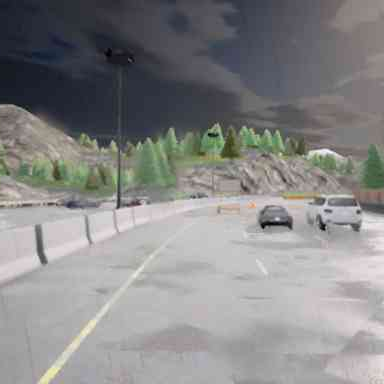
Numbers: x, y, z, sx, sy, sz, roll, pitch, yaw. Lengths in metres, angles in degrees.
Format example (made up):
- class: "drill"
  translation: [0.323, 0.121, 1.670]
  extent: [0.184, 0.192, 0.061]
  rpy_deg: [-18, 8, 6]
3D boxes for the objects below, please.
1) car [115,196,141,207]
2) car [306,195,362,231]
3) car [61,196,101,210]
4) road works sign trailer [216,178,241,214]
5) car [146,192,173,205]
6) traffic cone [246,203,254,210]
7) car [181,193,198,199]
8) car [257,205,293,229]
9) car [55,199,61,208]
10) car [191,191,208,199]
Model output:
- class: "car"
  translation: [-8.204, 1.322, 43.505]
  extent: [1.812, 1.442, 4.674]
  rpy_deg: [0, 0, 15]
- class: "car"
  translation: [8.641, 1.211, 20.642]
  extent: [2.150, 2.045, 5.566]
  rpy_deg: [0, 0, 8]
- class: "car"
  translation: [-12.806, 1.325, 39.733]
  extent: [2.033, 1.411, 5.357]
  rpy_deg: [0, 0, 13]
- class: "road works sign trailer"
  translation: [3.896, 0.374, 34.547]
  extent: [2.380, 3.560, 2.880]
  rpy_deg: [0, 0, 15]
- class: "car"
  translation: [-4.234, 1.043, 44.727]
  extent: [2.150, 2.045, 5.566]
  rpy_deg: [0, 0, 16]
- class: "traffic cone"
  translation: [7.123, 1.866, 40.934]
  extent: [0.340, 0.580, 0.340]
  rpy_deg: [0, 0, 15]
- class: "car"
  translation: [-0.627, 1.016, 81.782]
  extent: [2.128, 1.511, 4.902]
  rpy_deg: [0, 0, 27]
- class: "car"
  translation: [5.243, 1.527, 21.341]
  extent: [1.994, 1.385, 4.181]
  rpy_deg: [0, 0, 8]
- class: "car"
  translation: [-15.571, 1.239, 42.948]
  extent: [2.128, 1.511, 4.902]
  rpy_deg: [0, 0, 14]
- class: "car"
  translation: [1.790, 0.903, 78.857]
  extent: [2.150, 2.045, 5.566]
  rpy_deg: [0, 0, 27]
